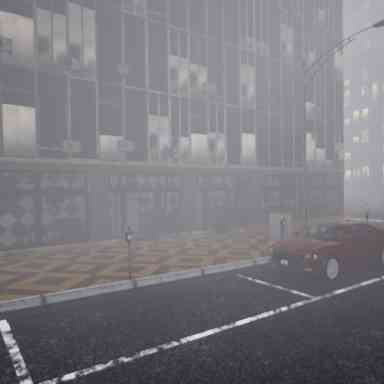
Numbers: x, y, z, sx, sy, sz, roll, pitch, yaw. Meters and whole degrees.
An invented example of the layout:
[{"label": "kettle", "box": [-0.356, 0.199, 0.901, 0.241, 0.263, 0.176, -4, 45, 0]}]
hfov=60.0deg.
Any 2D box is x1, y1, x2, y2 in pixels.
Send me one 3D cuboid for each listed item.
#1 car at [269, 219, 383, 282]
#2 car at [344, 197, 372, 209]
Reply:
[{"label": "car", "box": [4.164, 1.532, 9.725, 4.507, 1.381, 1.887, 0, -1, -36]}, {"label": "car", "box": [18.697, 1.233, 39.608, 1.752, 1.417, 4.829, -1, 1, -35]}]
